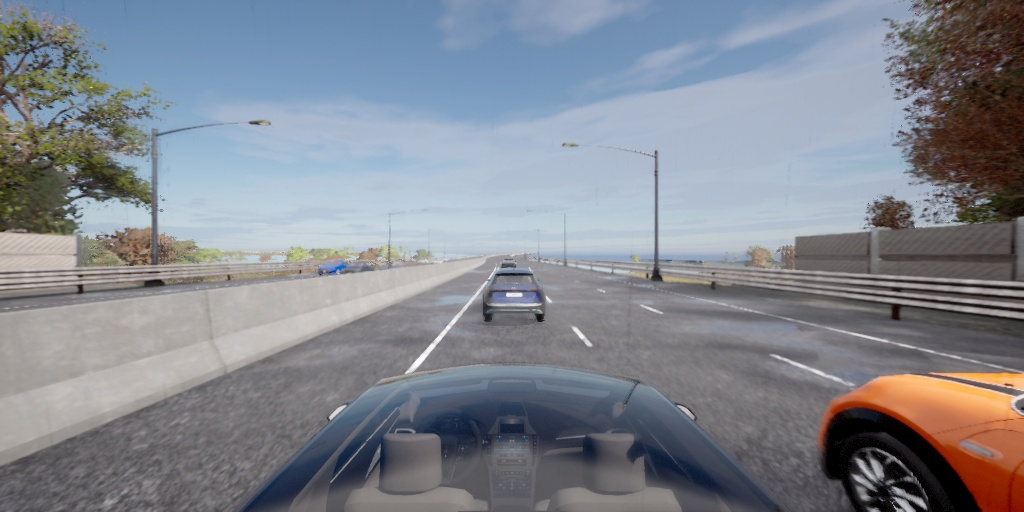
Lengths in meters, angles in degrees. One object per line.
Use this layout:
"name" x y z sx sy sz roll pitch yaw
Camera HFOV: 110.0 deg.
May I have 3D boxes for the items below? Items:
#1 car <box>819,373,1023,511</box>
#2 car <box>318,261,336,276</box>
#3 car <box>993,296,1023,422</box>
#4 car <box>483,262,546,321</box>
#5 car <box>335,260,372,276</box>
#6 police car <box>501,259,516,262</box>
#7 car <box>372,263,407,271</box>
"car" 3.590 1.101 1.060 2.097 1.767 4.553 0 0 0
"car" -17.953 1.221 36.747 1.882 1.535 5.008 0 0 -1
"car" 7.092 1.253 2.151 1.837 1.490 4.892 0 0 0
"car" 0.056 1.179 12.529 2.033 1.649 4.856 0 0 0
"car" -14.398 1.308 33.702 1.994 1.385 4.181 0 0 -1
"police car" -0.412 1.158 43.749 1.930 1.638 5.238 0 0 -1
"car" -10.889 1.344 33.166 1.895 1.301 4.718 0 0 -1
